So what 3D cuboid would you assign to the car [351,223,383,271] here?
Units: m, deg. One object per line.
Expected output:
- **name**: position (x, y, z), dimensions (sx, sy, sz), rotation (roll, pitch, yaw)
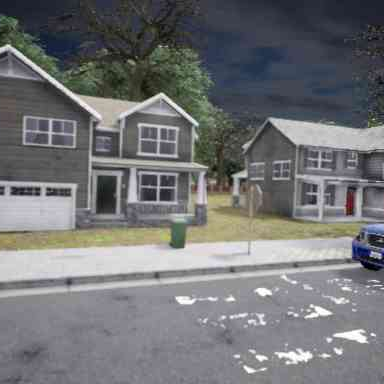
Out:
- **car**: position (7.163, 1.269, 9.261), dimensions (5.566, 2.045, 2.150), rotation (1, 2, -21)
